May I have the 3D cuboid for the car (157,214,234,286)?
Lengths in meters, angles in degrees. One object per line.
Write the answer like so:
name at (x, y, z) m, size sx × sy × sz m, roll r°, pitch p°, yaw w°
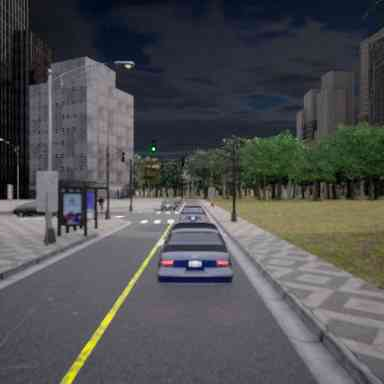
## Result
car at (0.084, 1.598, 9.632) m, size 2.033 × 1.411 × 5.357 m, roll 0°, pitch 0°, yaw 0°

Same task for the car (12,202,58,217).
car at (-14.375, 1.649, 31.266) m, size 4.674 × 1.442 × 1.812 m, roll 0°, pitch 0°, yaw 2°

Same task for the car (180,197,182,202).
car at (-3.138, 1.744, 54.577) m, size 1.837 × 1.490 × 4.892 m, roll 0°, pitch 0°, yaw 0°

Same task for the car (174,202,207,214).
car at (0.077, 1.660, 22.933) m, size 2.033 × 1.411 × 5.357 m, roll 0°, pitch 0°, yaw 0°

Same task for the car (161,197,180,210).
car at (-3.135, 1.696, 45.361) m, size 2.128 × 1.511 × 4.902 m, roll 0°, pitch 0°, yaw 0°

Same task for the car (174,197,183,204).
car at (-3.116, 1.808, 75.158) m, size 1.837 × 1.490 × 4.892 m, roll 0°, pitch 0°, yaw 0°

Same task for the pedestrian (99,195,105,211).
pedestrian at (-10.115, 1.256, 37.379) m, size 0.375 × 1.860 × 0.375 m, roll 0°, pitch 0°, yaw 1°
